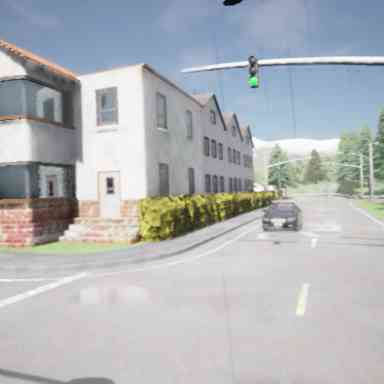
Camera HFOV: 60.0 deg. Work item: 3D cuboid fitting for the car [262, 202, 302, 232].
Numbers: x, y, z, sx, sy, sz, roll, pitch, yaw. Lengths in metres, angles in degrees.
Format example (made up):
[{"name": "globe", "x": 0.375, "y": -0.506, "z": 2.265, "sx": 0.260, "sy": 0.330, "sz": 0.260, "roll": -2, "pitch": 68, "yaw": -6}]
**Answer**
[{"name": "car", "x": 5.208, "y": 1.338, "z": 18.968, "sx": 2.128, "sy": 1.511, "sz": 4.902, "roll": -2, "pitch": 0, "yaw": 22}]
